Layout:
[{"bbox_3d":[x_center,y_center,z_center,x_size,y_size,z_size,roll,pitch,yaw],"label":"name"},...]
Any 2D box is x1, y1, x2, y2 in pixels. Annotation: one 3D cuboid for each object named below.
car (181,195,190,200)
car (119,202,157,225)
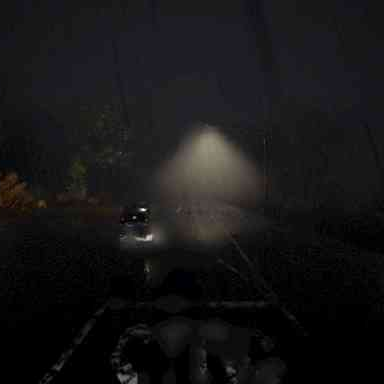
[{"bbox_3d":[-1.750,1.541,91.307,2.033,1.411,5.357,0,0,6],"label":"car"},{"bbox_3d":[-3.408,1.352,21.780,1.994,1.385,4.181,1,-1,0],"label":"car"}]
